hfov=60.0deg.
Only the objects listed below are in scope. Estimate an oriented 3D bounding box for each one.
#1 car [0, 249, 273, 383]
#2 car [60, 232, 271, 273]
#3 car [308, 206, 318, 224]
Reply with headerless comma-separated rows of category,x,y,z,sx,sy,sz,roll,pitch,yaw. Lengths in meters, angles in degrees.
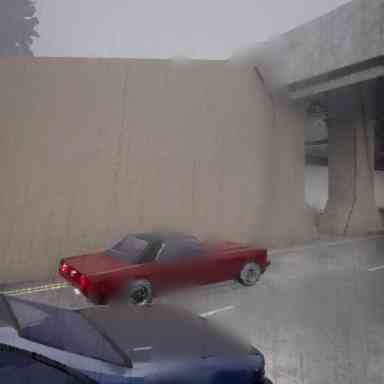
car,-1.843,1.547,2.309,5.357,1.411,2.033,0,0,-35
car,-0.392,1.601,7.639,4.718,1.301,1.895,0,0,-35
car,5.975,1.504,21.020,4.892,1.490,1.837,0,0,-35
